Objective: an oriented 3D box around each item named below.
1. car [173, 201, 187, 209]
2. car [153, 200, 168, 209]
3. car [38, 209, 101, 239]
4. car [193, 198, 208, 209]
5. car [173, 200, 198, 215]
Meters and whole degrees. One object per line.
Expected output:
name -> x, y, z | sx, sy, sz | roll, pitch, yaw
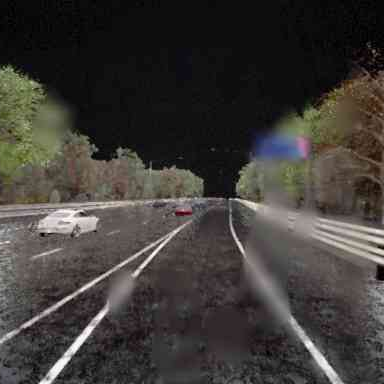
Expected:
car -> -2.092, 2.247, 58.679 | 1.994, 1.385, 4.181 | 0, -1, 7
car -> -5.560, 2.172, 59.139 | 1.837, 1.490, 4.892 | 0, -1, 7
car -> -6.676, 1.691, 18.459 | 1.812, 1.442, 4.674 | 0, -1, 7
car -> 1.369, 2.052, 58.162 | 2.097, 1.767, 4.553 | 0, -1, 7
car -> -0.764, 2.023, 39.445 | 1.994, 1.385, 4.181 | 0, -1, 7
